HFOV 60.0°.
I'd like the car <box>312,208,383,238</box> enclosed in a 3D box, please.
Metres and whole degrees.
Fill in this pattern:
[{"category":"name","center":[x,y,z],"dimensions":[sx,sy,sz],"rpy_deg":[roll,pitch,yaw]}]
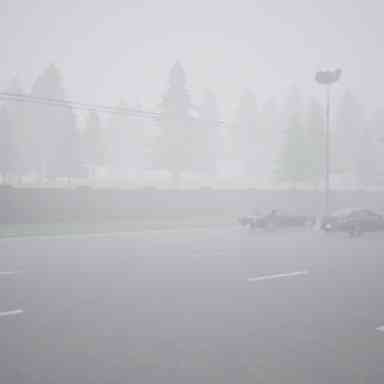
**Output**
[{"category":"car","center":[9.070,1.597,18.116],"dimensions":[4.674,1.442,1.812],"rpy_deg":[0,0,-27]}]

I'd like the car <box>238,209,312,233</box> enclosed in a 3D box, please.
[{"category":"car","center":[5.244,1.659,20.110],"dimensions":[4.718,1.301,1.895],"rpy_deg":[0,0,-26]}]
